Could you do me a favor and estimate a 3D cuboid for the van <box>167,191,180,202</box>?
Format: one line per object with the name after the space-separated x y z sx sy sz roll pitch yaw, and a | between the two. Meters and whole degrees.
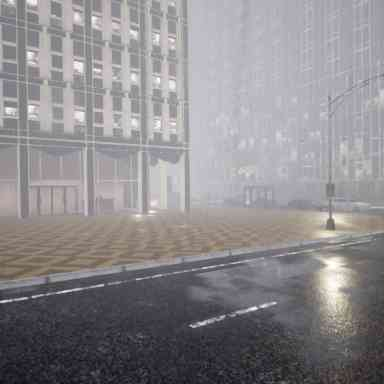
-3.406 0.935 59.902 1.690 1.788 3.998 0 1 -34 | van

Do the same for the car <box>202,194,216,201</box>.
3.519 1.041 64.622 1.802 1.307 4.206 -1 1 -34 | car

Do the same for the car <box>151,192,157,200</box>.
-9.808 1.038 69.298 2.008 1.369 4.403 0 1 -34 | car

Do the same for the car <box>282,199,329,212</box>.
12.489 1.422 36.348 1.947 1.339 4.313 -1 1 -34 | car

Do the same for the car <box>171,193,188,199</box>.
-2.882 0.934 74.016 1.802 1.307 4.206 0 1 -34 | car

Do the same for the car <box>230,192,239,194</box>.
8.129 1.057 47.564 2.097 1.767 4.553 -1 1 -34 | car

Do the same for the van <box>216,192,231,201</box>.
6.719 0.853 59.922 1.690 1.788 3.998 -1 1 -34 | van

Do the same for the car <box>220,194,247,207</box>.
6.150 1.318 45.786 1.947 1.339 4.313 -1 1 -34 | car

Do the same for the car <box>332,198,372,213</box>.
16.512 1.367 35.279 1.812 1.442 4.674 -1 1 -34 | car

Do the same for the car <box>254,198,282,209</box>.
9.302 1.386 41.057 1.802 1.307 4.206 -1 1 -34 | car

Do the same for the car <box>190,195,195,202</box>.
-1.172 1.117 61.331 1.994 1.385 4.181 -1 1 -34 | car

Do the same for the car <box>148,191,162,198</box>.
-9.284 0.684 83.407 1.967 1.590 4.097 0 1 -34 | car
